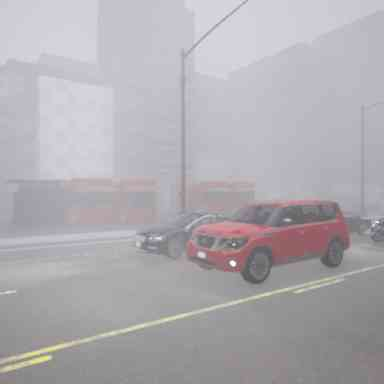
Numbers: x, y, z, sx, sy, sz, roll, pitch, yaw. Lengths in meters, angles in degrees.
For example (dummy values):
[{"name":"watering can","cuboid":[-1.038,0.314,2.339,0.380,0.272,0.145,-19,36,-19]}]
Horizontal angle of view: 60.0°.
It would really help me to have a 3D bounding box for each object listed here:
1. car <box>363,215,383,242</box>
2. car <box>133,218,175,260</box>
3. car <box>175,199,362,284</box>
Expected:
[{"name":"car","cuboid":[10.362,1.474,15.635,4.553,1.767,2.097,1,0,-36]},{"name":"car","cuboid":[0.173,1.525,12.676,4.902,1.511,2.128,0,0,-35]},{"name":"car","cuboid":[2.508,1.263,10.045,5.566,2.045,2.150,0,0,-35]}]
